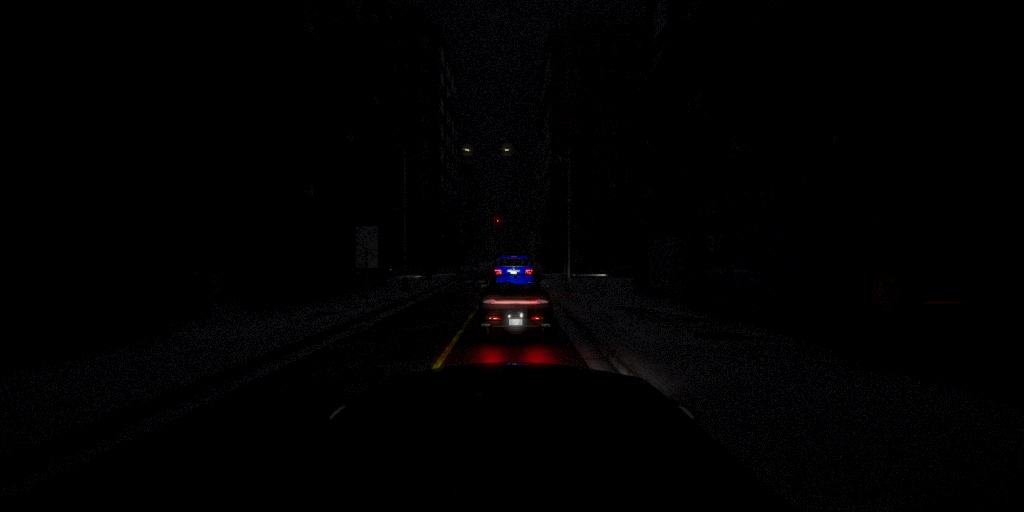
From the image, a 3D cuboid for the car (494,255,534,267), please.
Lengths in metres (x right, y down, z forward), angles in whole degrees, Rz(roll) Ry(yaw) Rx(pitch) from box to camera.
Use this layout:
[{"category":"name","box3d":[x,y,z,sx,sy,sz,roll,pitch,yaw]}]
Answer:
[{"category":"car","box3d":[0.107,0.971,20.630,2.150,2.045,5.566,0,0,1]}]

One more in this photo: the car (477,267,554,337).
[{"category":"car","box3d":[0.100,1.241,10.318,2.128,1.511,4.902,0,0,0]}]

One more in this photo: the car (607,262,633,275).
[{"category":"car","box3d":[12.166,1.315,37.648,4.181,1.385,1.994,0,0,0]}]

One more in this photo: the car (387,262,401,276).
[{"category":"car","box3d":[-13.587,1.273,34.830,4.674,1.442,1.812,0,0,-1]}]
